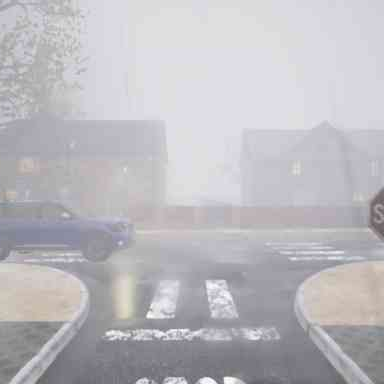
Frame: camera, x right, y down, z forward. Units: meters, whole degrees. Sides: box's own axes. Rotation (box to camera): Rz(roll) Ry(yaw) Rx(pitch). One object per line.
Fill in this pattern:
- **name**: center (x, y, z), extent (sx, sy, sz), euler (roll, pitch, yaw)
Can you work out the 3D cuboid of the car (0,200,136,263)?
- **car**: center (-4.813, 1.277, 11.658), extent (5.566, 2.045, 2.150), euler (-1, -1, 1)
